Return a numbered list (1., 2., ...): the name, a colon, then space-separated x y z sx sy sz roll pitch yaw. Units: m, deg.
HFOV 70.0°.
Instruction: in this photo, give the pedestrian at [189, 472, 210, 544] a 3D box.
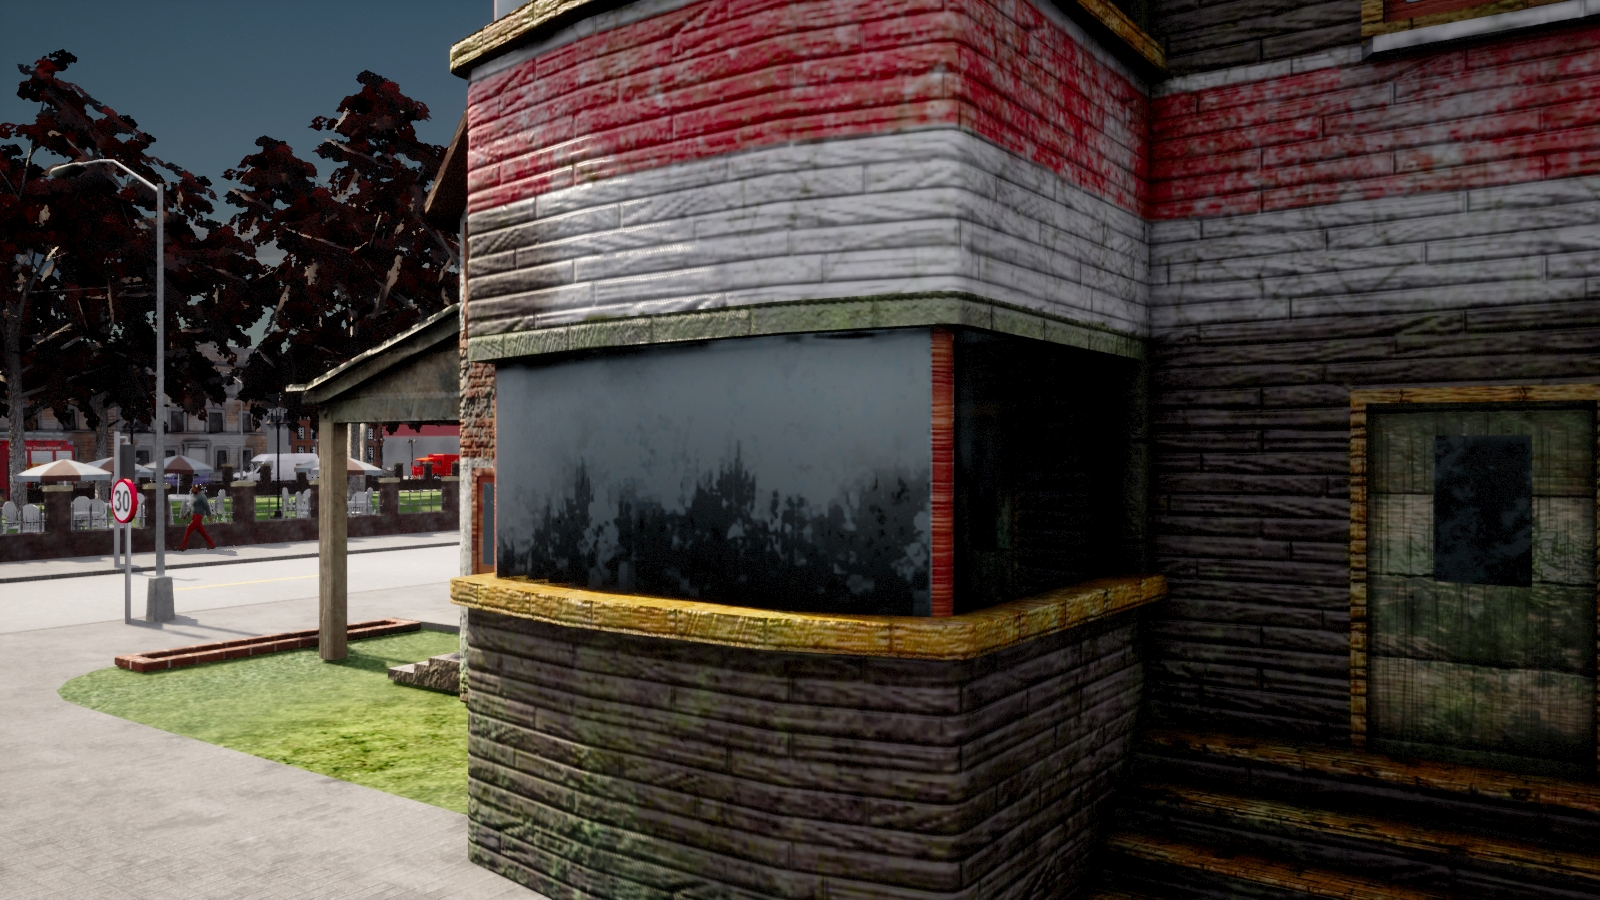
1. pedestrian: -15.799 1.517 30.058 0.375 1.860 0.375 0 0 36
